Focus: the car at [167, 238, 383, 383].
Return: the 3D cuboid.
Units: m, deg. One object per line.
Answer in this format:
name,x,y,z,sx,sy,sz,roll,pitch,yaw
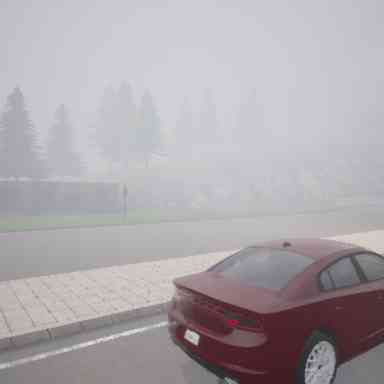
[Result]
car,2.010,1.478,5.179,5.008,1.535,1.882,0,0,-36
